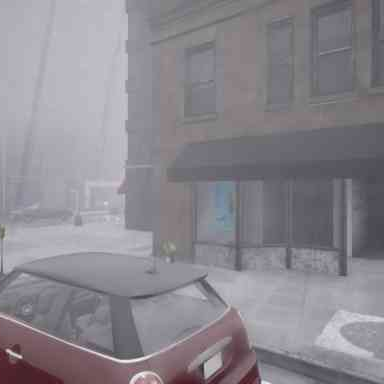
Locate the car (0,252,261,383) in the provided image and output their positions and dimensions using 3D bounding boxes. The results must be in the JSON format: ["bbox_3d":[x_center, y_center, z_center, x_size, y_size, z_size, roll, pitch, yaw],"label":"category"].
[{"bbox_3d":[-1.405,1.440,3.851,4.097,1.590,1.967,0,0,36],"label":"car"}]

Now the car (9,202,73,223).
[{"bbox_3d":[-11.377,1.515,25.367,1.812,1.442,4.674,0,0,37],"label":"car"}]

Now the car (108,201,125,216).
[{"bbox_3d":[-6.164,1.555,32.770,1.994,1.385,4.181,0,0,35],"label":"car"}]
